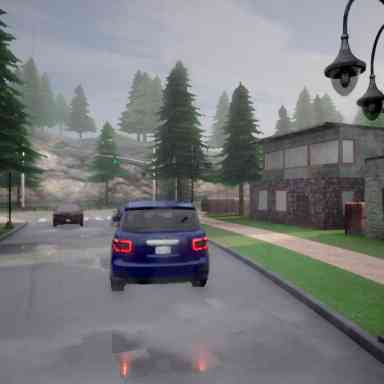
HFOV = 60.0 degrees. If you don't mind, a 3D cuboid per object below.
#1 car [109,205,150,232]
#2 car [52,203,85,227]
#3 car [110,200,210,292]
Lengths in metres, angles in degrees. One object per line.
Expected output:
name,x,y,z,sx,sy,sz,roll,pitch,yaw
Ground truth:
car,-4.095,1.601,21.096,1.895,1.301,4.718,0,0,-19
car,-8.542,1.513,23.092,1.882,1.535,5.008,0,0,-19
car,-1.006,1.223,9.172,2.150,2.045,5.566,0,0,-9
